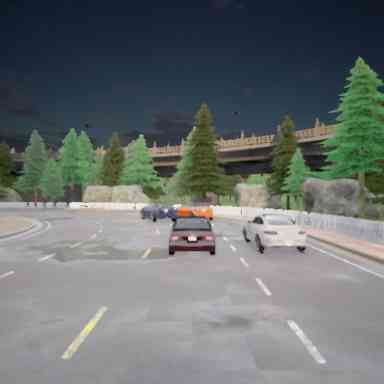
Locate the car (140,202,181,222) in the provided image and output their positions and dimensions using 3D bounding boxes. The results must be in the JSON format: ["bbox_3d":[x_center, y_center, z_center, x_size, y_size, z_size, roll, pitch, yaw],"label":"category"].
[{"bbox_3d":[-3.073,1.631,29.384,2.097,1.767,4.553,0,-1,-26],"label":"car"}]

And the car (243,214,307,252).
[{"bbox_3d":[3.467,1.664,14.391,1.812,1.442,4.674,0,0,-1],"label":"car"}]

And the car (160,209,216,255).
[{"bbox_3d":[-0.005,1.682,13.995,2.033,1.411,5.357,0,-1,0],"label":"car"}]

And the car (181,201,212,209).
[{"bbox_3d":[0.094,1.645,30.871,2.097,1.767,4.553,0,-1,-26],"label":"car"}]
